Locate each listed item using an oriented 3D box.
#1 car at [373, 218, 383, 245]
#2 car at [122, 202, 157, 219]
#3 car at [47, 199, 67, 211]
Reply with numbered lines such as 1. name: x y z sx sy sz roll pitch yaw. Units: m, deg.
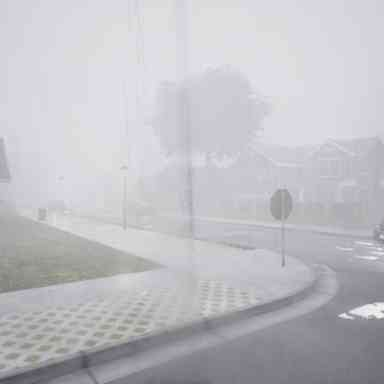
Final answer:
1. car: 9.765 1.263 12.176 5.566 2.045 2.150 -1 3 1
2. car: -4.986 1.690 31.513 1.812 1.442 4.674 0 0 -35
3. car: -18.994 1.808 46.681 1.837 1.490 4.892 0 0 -35
